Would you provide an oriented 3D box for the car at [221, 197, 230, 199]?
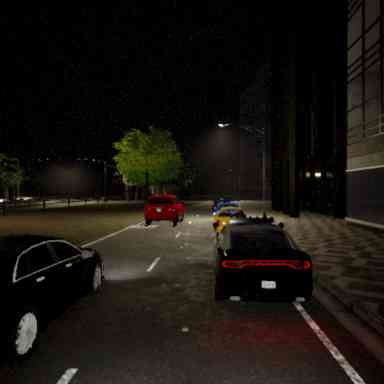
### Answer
[{"bbox_3d":[3.714,1.635,44.468,2.033,1.411,5.357,0,0,8],"label":"car"}]

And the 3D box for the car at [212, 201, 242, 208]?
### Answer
[{"bbox_3d":[2.132,1.483,18.391,1.801,1.575,5.366,0,0,4],"label":"car"}]

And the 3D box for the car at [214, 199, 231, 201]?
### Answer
[{"bbox_3d":[2.590,1.518,24.108,1.882,1.535,5.008,0,0,5],"label":"car"}]

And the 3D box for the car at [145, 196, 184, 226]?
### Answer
[{"bbox_3d":[-1.872,1.264,23.830,2.150,2.045,5.566,0,0,5],"label":"car"}]

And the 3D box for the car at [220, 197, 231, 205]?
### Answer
[{"bbox_3d":[6.299,1.638,62.563,1.837,1.490,4.892,0,0,9],"label":"car"}]

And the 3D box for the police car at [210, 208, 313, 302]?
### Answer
[{"bbox_3d":[1.494,1.436,8.457,1.930,1.638,5.238,0,0,3],"label":"police car"}]

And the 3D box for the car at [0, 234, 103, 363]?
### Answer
[{"bbox_3d":[-3.060,1.518,5.900,1.837,1.490,4.892,0,0,3],"label":"car"}]
